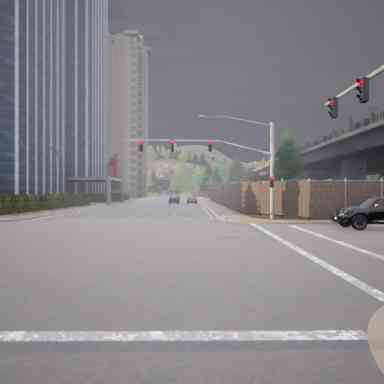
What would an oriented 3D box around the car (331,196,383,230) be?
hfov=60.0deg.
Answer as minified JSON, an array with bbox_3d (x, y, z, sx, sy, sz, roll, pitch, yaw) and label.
[{"bbox_3d":[11.820,1.285,20.963,5.566,2.045,2.150,0,0,0],"label":"car"}]

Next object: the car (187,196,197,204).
[{"bbox_3d":[0.021,1.587,64.630,1.994,1.385,4.181,0,0,0],"label":"car"}]

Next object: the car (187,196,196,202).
[{"bbox_3d":[-0.090,1.622,74.592,1.895,1.301,4.718,0,0,0],"label":"car"}]

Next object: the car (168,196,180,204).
[{"bbox_3d":[-3.480,1.501,64.234,1.882,1.535,5.008,0,0,0],"label":"car"}]

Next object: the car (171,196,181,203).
[{"bbox_3d":[-3.589,1.567,74.452,2.033,1.411,5.357,0,0,0],"label":"car"}]
